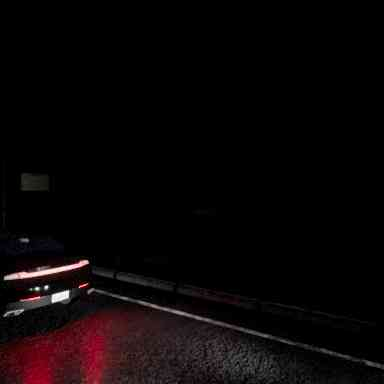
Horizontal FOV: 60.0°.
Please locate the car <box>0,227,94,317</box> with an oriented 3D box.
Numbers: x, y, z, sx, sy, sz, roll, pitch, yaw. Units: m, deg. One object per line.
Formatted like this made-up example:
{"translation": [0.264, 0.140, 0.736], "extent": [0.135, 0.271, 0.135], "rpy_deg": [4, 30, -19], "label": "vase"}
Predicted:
{"translation": [-4.082, 1.491, 6.887], "extent": [4.902, 1.511, 2.128], "rpy_deg": [0, 0, 37], "label": "car"}
